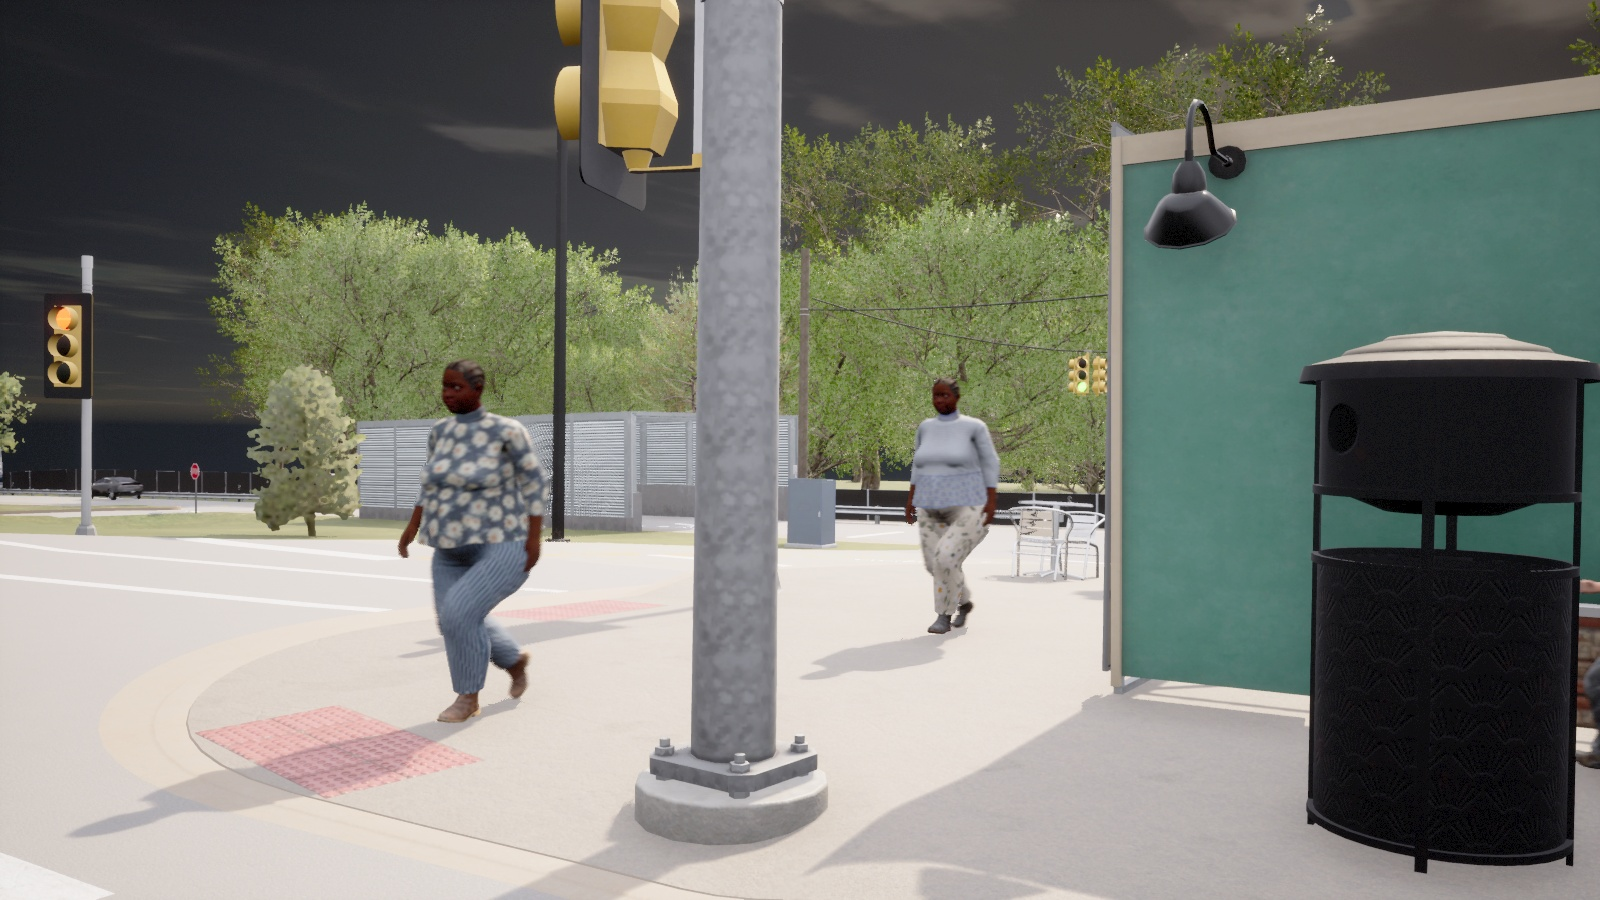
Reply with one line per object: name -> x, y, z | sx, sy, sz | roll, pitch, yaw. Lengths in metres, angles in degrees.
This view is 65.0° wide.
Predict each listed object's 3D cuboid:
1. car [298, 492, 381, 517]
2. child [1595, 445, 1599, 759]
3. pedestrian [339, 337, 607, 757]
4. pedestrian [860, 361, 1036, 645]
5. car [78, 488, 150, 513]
car -> -25.641, 3.025, 69.896 | 4.718, 1.301, 1.895 | -1, 0, 34
child -> 3.457, 0.611, 5.034 | 0.437, 1.263, 0.270 | 0, 1, 35
pedestrian -> -1.583, 0.422, 6.152 | 0.874, 1.855, 0.900 | 0, 1, 30
pedestrian -> 1.044, 0.337, 8.796 | 0.874, 1.855, 0.900 | 0, 1, 39
car -> -45.295, 3.309, 82.874 | 4.902, 1.511, 2.128 | -1, 0, 33
